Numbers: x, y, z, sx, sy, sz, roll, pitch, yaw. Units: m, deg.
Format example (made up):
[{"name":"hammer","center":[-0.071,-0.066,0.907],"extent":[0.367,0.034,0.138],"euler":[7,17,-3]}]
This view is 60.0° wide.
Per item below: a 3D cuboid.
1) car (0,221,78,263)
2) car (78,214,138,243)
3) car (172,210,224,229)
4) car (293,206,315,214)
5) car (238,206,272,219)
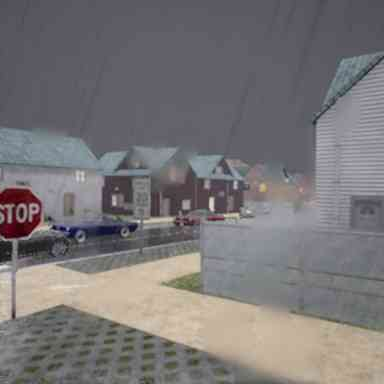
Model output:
[{"name":"car","center":[-6.416,1.725,11.543],"extent":[1.812,1.442,4.674],"euler":[0,-1,22]},{"name":"car","center":[-5.242,1.864,17.978],"extent":[1.895,1.301,4.718],"euler":[2,0,36]},{"name":"car","center":[0.562,2.077,25.851],"extent":[1.895,1.301,4.718],"euler":[2,0,36]},{"name":"car","center":[15.537,2.646,45.922],"extent":[1.994,1.385,4.181],"euler":[2,0,37]},{"name":"car","center":[6.495,2.201,33.850],"extent":[1.837,1.490,4.892],"euler":[2,0,37]}]
